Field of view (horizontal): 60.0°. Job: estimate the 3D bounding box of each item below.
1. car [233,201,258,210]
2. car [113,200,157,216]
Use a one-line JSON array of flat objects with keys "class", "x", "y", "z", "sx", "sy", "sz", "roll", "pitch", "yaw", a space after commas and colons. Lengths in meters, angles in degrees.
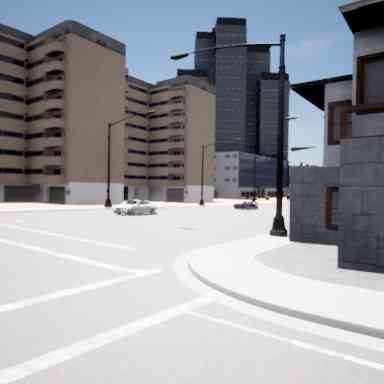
[{"class": "car", "x": 7.922, "y": 1.987, "z": 48.975, "sx": 1.895, "sy": 1.301, "sz": 4.718, "roll": 2, "pitch": 0, "yaw": 37}, {"class": "car", "x": -5.213, "y": 1.437, "z": 31.209, "sx": 1.812, "sy": 1.442, "sz": 4.674, "roll": 2, "pitch": 0, "yaw": 36}]
